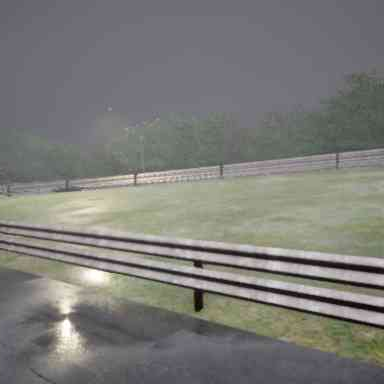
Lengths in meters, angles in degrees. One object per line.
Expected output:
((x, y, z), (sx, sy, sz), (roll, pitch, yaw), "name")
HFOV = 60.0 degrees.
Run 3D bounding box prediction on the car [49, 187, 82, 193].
((-18.612, -0.283, 48.789), (4.718, 1.301, 1.895), (-4, -2, 23), "car")
